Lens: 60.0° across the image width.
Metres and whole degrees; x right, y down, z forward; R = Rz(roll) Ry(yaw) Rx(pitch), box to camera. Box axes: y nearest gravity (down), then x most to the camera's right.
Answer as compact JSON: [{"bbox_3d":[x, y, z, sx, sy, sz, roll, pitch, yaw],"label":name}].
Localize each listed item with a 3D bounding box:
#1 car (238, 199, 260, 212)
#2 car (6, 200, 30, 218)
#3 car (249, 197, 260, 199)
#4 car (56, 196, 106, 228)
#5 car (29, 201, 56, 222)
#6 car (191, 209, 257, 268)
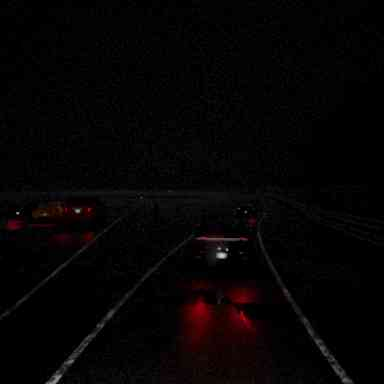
[{"bbox_3d":[5.784,1.754,34.657,1.812,1.442,4.674,0,0,14],"label":"car"},{"bbox_3d":[-15.287,1.595,31.003,1.837,1.490,4.892,0,-1,-7],"label":"car"},{"bbox_3d":[11.804,1.617,62.673,1.882,1.535,5.008,0,1,10],"label":"car"},{"bbox_3d":[-7.301,1.276,22.909,2.150,2.045,5.566,0,0,-7],"label":"car"},{"bbox_3d":[-11.289,1.550,27.314,1.882,1.535,5.008,0,-1,-7],"label":"car"},{"bbox_3d":[1.086,1.537,11.476,2.128,1.511,4.902,0,-1,7],"label":"car"}]
